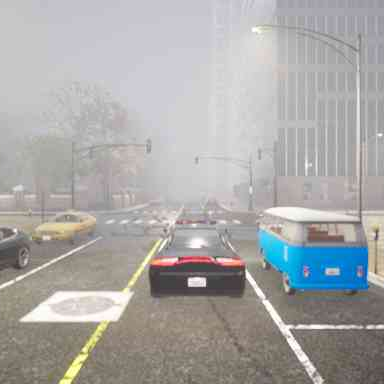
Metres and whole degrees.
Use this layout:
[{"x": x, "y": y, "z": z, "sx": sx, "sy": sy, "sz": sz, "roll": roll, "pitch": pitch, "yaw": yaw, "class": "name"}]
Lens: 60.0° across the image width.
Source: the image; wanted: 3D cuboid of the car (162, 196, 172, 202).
[{"x": -5.588, "y": 1.568, "z": 74.971, "sx": 1.802, "sy": 1.307, "sz": 4.206, "roll": 0, "pitch": 0, "yaw": 0, "class": "car"}]

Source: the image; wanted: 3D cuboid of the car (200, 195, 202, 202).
[{"x": 2.762, "y": 1.560, "z": 52.231, "sx": 1.947, "sy": 1.339, "sz": 4.313, "roll": 0, "pitch": 0, "yaw": 0, "class": "car"}]

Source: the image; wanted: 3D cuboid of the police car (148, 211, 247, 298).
[{"x": 0.108, "y": 1.505, "z": 8.611, "sx": 2.038, "sy": 1.542, "sz": 4.974, "roll": 0, "pitch": 0, "yaw": 0, "class": "police car"}]

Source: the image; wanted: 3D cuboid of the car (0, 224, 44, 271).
[{"x": -5.759, "y": 1.566, "z": 8.435, "sx": 1.947, "sy": 1.339, "sz": 4.313, "roll": 0, "pitch": 0, "yaw": 0, "class": "car"}]

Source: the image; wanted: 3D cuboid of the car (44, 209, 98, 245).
[{"x": -5.797, "y": 1.524, "z": 15.670, "sx": 1.752, "sy": 1.417, "sz": 4.829, "roll": 0, "pitch": 0, "yaw": 0, "class": "car"}]

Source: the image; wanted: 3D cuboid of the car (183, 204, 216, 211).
[{"x": 0.123, "y": 1.562, "z": 17.573, "sx": 1.994, "sy": 1.385, "sz": 4.181, "roll": 0, "pitch": 0, "yaw": 0, "class": "car"}]

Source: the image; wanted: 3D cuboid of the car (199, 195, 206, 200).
[{"x": 2.817, "y": 1.490, "z": 92.172, "sx": 1.752, "sy": 1.417, "sz": 4.829, "roll": 0, "pitch": 0, "yaw": 0, "class": "car"}]

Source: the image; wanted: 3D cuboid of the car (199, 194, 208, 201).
[{"x": 2.801, "y": 1.421, "z": 80.637, "sx": 1.967, "sy": 1.590, "sz": 4.097, "roll": 0, "pitch": 0, "yaw": 0, "class": "car"}]

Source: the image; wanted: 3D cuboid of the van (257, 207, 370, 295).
[{"x": 2.785, "y": 1.341, "z": 8.425, "sx": 1.690, "sy": 1.788, "sz": 3.998, "roll": 0, "pitch": 0, "yaw": 0, "class": "van"}]

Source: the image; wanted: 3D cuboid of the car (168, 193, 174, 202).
[{"x": -5.595, "y": 1.305, "z": 69.289, "sx": 2.192, "sy": 1.841, "sz": 5.009, "roll": 0, "pitch": 0, "yaw": 0, "class": "car"}]

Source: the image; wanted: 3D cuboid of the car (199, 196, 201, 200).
[{"x": 2.793, "y": 1.552, "z": 74.956, "sx": 1.947, "sy": 1.339, "sz": 4.313, "roll": 0, "pitch": 0, "yaw": 0, "class": "car"}]

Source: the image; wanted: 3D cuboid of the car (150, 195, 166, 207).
[{"x": -5.619, "y": 1.538, "z": 52.240, "sx": 1.887, "sy": 1.381, "sz": 4.507, "roll": 0, "pitch": 0, "yaw": 0, "class": "car"}]

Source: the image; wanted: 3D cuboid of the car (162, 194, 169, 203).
[{"x": -5.612, "y": 1.544, "z": 57.923, "sx": 2.008, "sy": 1.369, "sz": 4.403, "roll": 0, "pitch": 0, "yaw": 0, "class": "car"}]

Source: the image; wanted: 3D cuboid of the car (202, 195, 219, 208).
[{"x": 2.755, "y": 1.435, "z": 46.551, "sx": 1.967, "sy": 1.590, "sz": 4.097, "roll": 0, "pitch": 0, "yaw": 0, "class": "car"}]
